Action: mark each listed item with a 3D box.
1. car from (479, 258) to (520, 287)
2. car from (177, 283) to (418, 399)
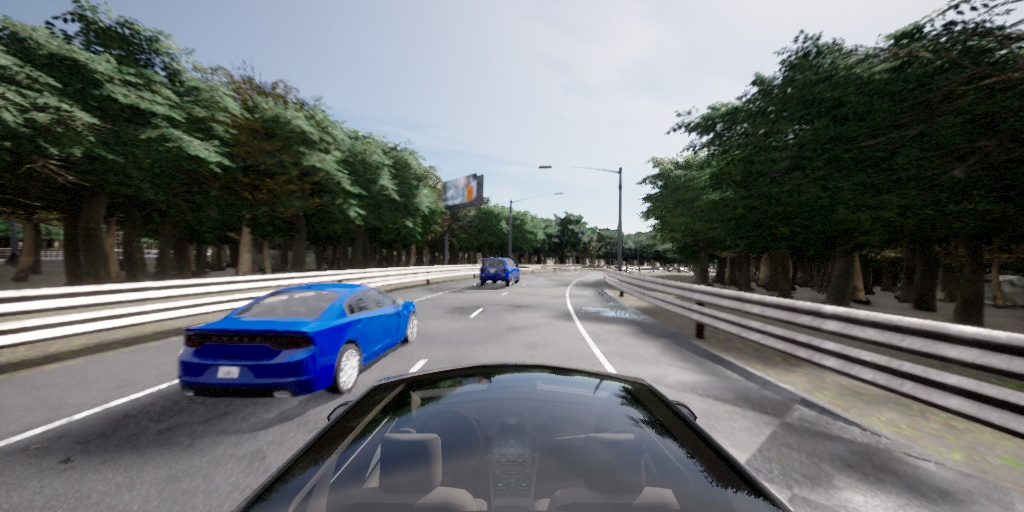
[{"bbox_3d":[-0.818,1.161,26.920,2.150,2.045,5.566,0,0,11],"label":"car"},{"bbox_3d":[-3.242,1.227,6.671,1.882,1.535,5.008,1,0,2],"label":"car"}]
